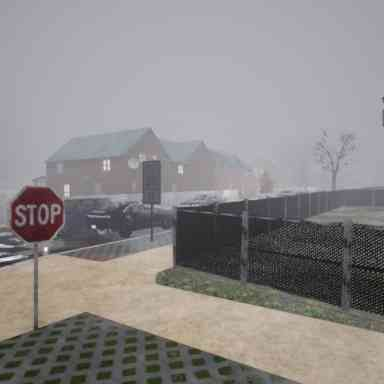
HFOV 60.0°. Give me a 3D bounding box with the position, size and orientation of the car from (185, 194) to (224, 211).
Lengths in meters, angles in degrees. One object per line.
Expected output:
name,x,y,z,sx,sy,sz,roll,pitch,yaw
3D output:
car,0.833,0.921,26.434,2.128,1.511,4.902,0,1,33

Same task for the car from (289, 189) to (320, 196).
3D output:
car,13.949,0.488,40.970,1.837,1.490,4.892,0,1,34

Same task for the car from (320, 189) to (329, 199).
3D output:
car,19.461,0.241,49.371,1.882,1.535,5.008,0,1,34

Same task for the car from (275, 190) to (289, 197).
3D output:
car,12.399,0.459,43.756,1.837,1.490,4.892,0,1,34

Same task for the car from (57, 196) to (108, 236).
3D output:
car,-5.769,1.066,16.589,2.097,1.767,4.553,0,1,35

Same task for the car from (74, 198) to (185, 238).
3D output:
car,-2.752,1.179,15.863,2.128,1.511,4.902,0,1,34
